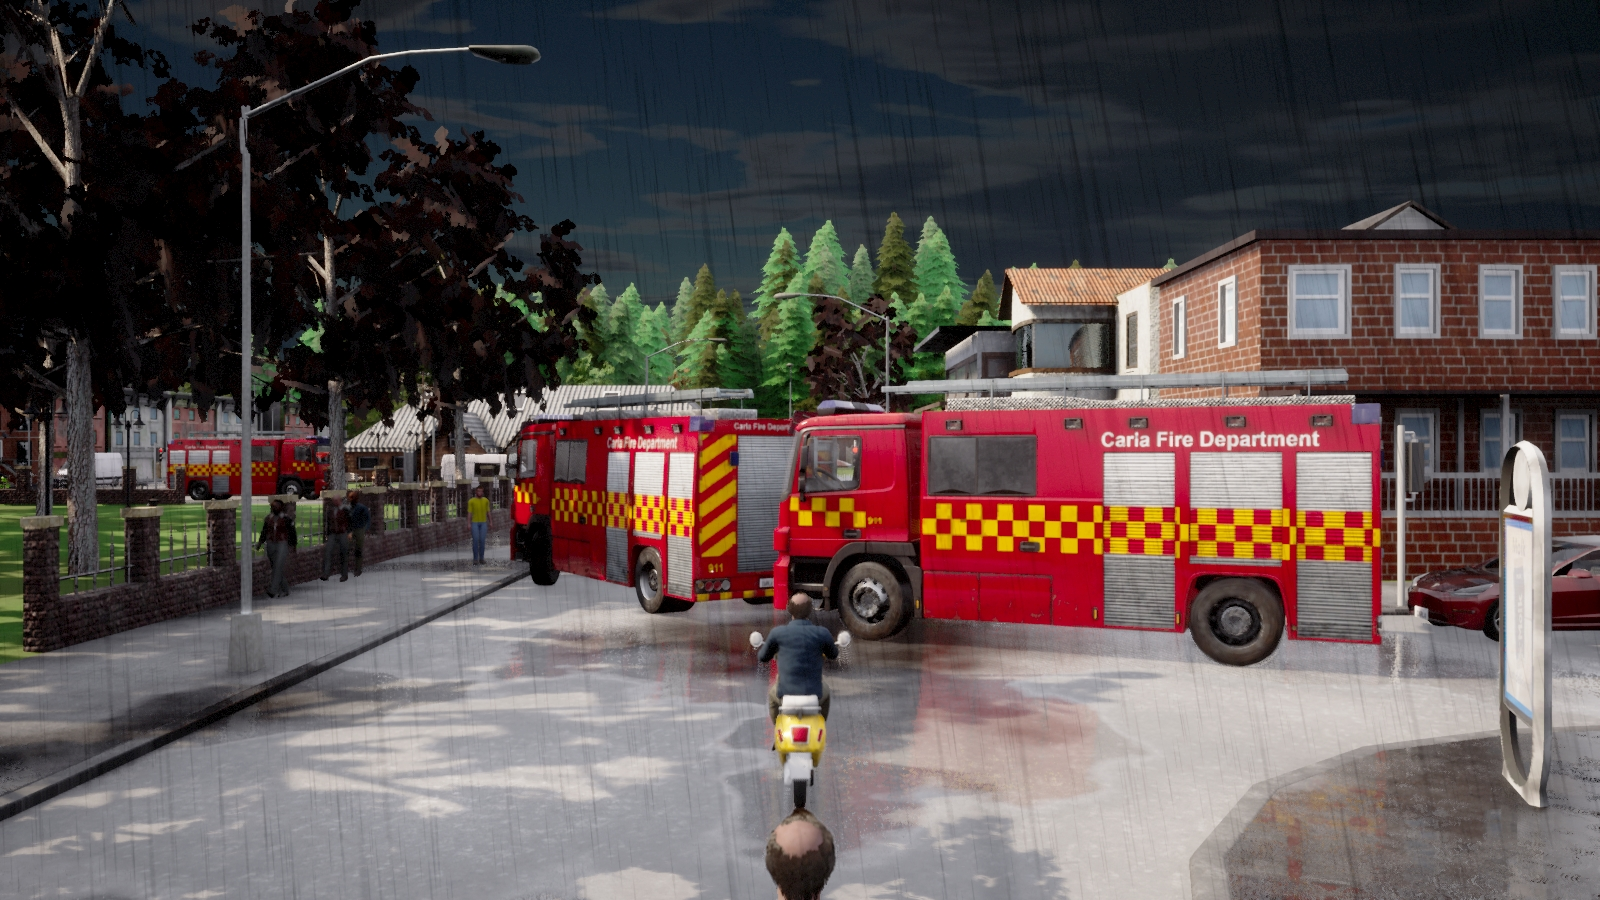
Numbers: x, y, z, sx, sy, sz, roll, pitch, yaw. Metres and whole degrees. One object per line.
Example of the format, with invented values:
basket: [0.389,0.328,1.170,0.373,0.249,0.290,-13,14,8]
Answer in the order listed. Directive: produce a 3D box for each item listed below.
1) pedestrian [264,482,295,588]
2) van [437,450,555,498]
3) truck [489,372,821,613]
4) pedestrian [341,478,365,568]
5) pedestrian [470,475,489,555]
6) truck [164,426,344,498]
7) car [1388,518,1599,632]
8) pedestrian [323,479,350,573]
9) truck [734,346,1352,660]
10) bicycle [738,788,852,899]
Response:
pedestrian: [-9.335,1.516,20.500,0.375,1.860,0.375,0,0,1]
van: [-16.613,1.289,62.612,5.915,2.561,1.988,0,0,0]
truck: [-3.233,0.662,22.435,2.891,3.827,8.468,0,0,-34]
pedestrian: [-9.350,1.515,23.903,0.375,1.860,0.375,0,0,-1]
pedestrian: [-7.519,1.514,26.789,0.375,1.860,0.375,0,0,-25]
truck: [-29.853,0.645,62.699,8.468,3.827,2.891,0,0,1]
car: [11.855,1.835,17.293,4.792,1.488,2.163,0,0,0]
pedestrian: [-9.268,1.515,22.854,0.375,1.860,0.375,0,0,6]
truck: [3.453,0.662,16.987,8.468,3.827,2.891,0,0,24]
bicycle: [-0.015,1.938,3.484,0.329,1.271,1.835,0,0,0]
